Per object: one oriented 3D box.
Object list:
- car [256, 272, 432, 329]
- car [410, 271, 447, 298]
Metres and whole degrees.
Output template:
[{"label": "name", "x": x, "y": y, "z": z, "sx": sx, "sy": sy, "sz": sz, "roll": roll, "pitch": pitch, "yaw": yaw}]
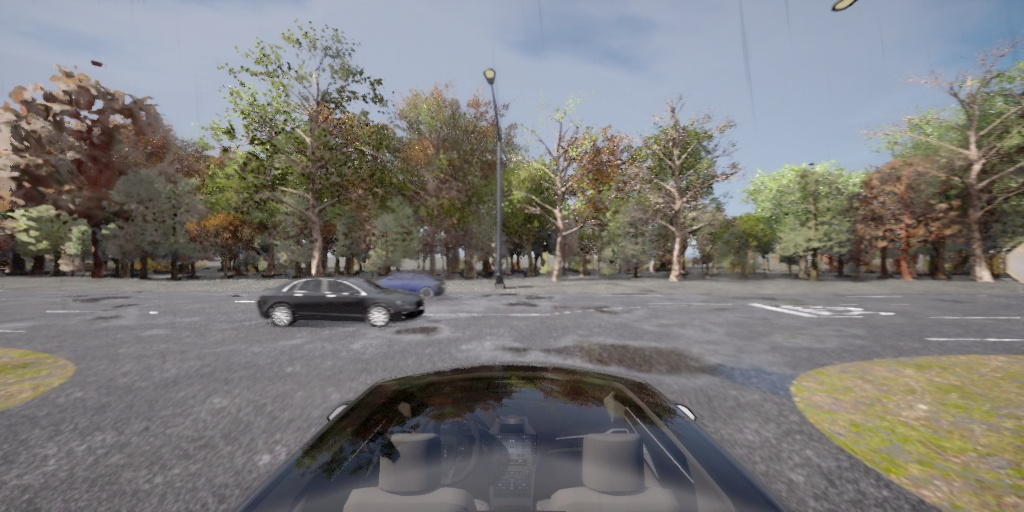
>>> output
[{"label": "car", "x": -5.246, "y": 1.365, "z": 11.231, "sx": 4.892, "sy": 1.490, "sz": 1.837, "roll": 0, "pitch": 0, "yaw": 2}, {"label": "car", "x": -5.467, "y": 1.484, "z": 18.248, "sx": 4.181, "sy": 1.385, "sz": 1.994, "roll": 0, "pitch": 0, "yaw": 2}]
